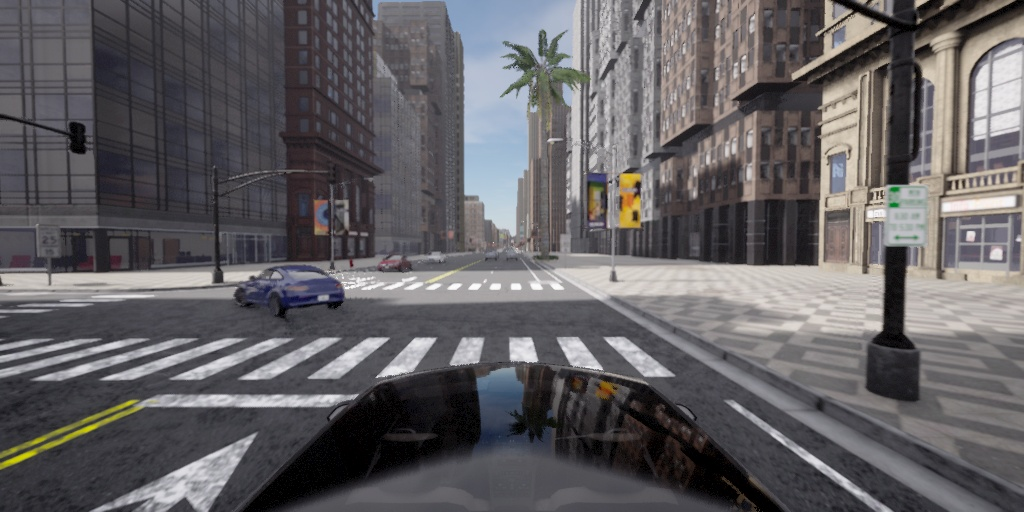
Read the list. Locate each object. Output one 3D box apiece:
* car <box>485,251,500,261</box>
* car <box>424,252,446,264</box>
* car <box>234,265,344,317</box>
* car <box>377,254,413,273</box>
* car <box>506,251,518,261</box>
[{"bbox_3d":[-3.240,0.004,55.880,2.033,1.411,5.357,0,1,0],"label":"car"},{"bbox_3d":[-9.815,0.205,46.142,1.812,1.442,4.674,0,1,0],"label":"car"},{"bbox_3d":[-7.359,1.026,11.868,4.674,1.442,1.812,1,1,37],"label":"car"},{"bbox_3d":[-9.836,0.575,30.515,1.812,1.442,4.674,0,1,0],"label":"car"},{"bbox_3d":[0.010,0.004,55.879,2.033,1.411,5.357,0,1,0],"label":"car"}]
